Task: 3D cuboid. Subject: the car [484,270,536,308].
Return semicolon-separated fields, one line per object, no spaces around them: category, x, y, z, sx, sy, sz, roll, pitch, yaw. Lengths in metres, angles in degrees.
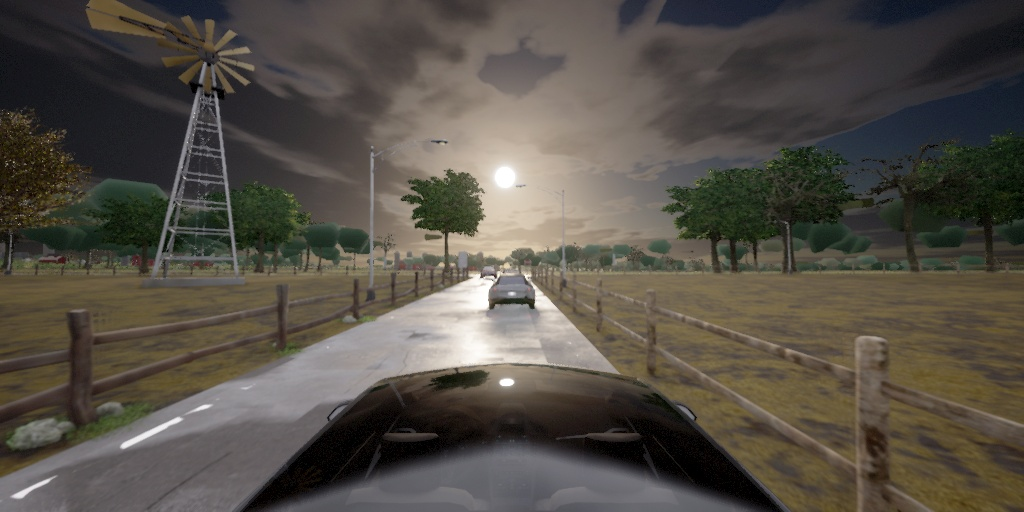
car;0.000;1.492;16.212;1.994;1.385;4.181;0;-1;0

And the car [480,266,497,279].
car;-2.763;1.962;43.253;1.812;1.442;4.674;0;-1;0
